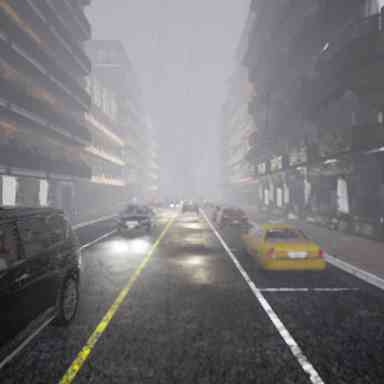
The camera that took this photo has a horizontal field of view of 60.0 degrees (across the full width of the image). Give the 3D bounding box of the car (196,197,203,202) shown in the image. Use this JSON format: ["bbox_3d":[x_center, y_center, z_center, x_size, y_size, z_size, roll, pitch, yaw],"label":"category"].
[{"bbox_3d":[2.052,1.974,89.931,1.752,1.417,4.829,0,0,0],"label":"car"}]

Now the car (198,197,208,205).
[{"bbox_3d":[2.218,1.741,67.118,1.967,1.590,4.097,0,0,0],"label":"car"}]

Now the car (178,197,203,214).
[{"bbox_3d":[-0.153,1.654,37.415,2.128,1.511,4.902,0,0,-1],"label":"car"}]

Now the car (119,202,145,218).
[{"bbox_3d":[-5.914,1.744,33.105,1.802,1.307,4.206,0,0,0],"label":"car"}]

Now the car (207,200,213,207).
[{"bbox_3d":[2.507,1.649,27.483,1.887,1.381,4.507,0,0,0],"label":"car"}]

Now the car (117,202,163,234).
[{"bbox_3d":[-3.217,1.582,20.126,2.128,1.511,4.902,0,0,0],"label":"car"}]

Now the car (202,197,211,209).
[{"bbox_3d":[2.343,1.766,50.132,2.008,1.369,4.403,0,0,0],"label":"car"}]

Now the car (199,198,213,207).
[{"bbox_3d":[2.302,1.794,55.795,2.008,1.369,4.403,0,0,0],"label":"car"}]

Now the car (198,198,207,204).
[{"bbox_3d":[2.177,1.914,72.780,1.802,1.307,4.206,0,0,0],"label":"car"}]

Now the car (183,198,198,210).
[{"bbox_3d":[-0.237,1.710,48.598,2.128,1.511,4.902,0,0,0],"label":"car"}]

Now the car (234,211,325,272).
[{"bbox_3d":[2.630,1.554,10.670,1.752,1.417,4.829,0,0,0],"label":"car"}]

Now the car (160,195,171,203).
[{"bbox_3d":[-6.246,1.714,78.401,2.192,1.841,5.009,0,0,0],"label":"car"}]

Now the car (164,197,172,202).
[{"bbox_3d":[-6.327,2.022,89.723,1.887,1.381,4.507,0,0,0],"label":"car"}]

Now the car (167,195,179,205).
[{"bbox_3d":[-3.481,1.844,68.199,2.128,1.511,4.902,0,0,0],"label":"car"}]

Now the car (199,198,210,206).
[{"bbox_3d":[2.260,1.816,61.457,1.887,1.381,4.507,0,0,0],"label":"car"}]

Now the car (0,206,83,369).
[{"bbox_3d":[-3.119,1.250,4.150,2.150,2.045,5.566,0,-1,-1],"label":"car"}]

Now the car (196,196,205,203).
[{"bbox_3d":[2.094,1.847,84.100,1.967,1.590,4.097,0,0,0],"label":"car"}]

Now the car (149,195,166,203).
[{"bbox_3d":[-6.080,1.588,55.756,2.192,1.841,5.009,0,0,0],"label":"car"}]

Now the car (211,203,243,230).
[{"bbox_3d":[2.548,1.622,21.822,1.887,1.381,4.507,0,0,0],"label":"car"}]
